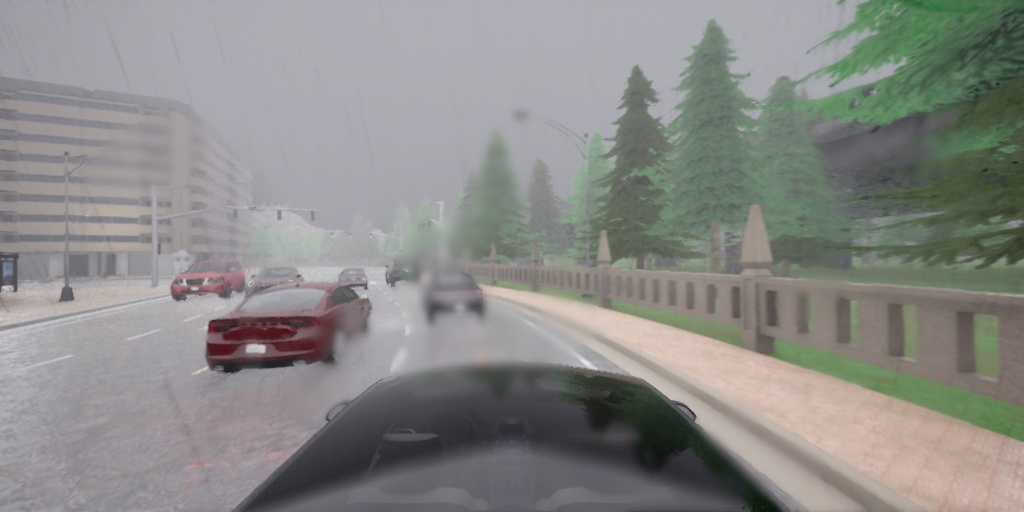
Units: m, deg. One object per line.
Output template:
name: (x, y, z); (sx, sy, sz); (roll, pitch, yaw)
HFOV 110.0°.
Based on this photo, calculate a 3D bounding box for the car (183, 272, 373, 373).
car: (-4.450, 1.318, 8.022); (1.882, 1.535, 5.008); (-1, 0, -11)

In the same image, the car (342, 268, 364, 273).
car: (-10.989, 1.560, 24.831); (2.033, 1.411, 5.357); (-1, 0, -25)

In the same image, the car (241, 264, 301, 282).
car: (-12.297, 1.350, 18.933); (2.097, 1.767, 4.553); (-1, 0, -24)

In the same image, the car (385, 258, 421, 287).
car: (-8.235, 1.209, 27.199); (2.150, 2.045, 5.566); (-1, 0, -24)

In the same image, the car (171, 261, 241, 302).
car: (-16.656, 1.286, 20.069); (2.150, 2.045, 5.566); (-1, -1, -24)

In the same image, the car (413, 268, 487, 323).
car: (-2.209, 1.326, 12.722); (2.128, 1.511, 4.902); (-1, 0, -17)
